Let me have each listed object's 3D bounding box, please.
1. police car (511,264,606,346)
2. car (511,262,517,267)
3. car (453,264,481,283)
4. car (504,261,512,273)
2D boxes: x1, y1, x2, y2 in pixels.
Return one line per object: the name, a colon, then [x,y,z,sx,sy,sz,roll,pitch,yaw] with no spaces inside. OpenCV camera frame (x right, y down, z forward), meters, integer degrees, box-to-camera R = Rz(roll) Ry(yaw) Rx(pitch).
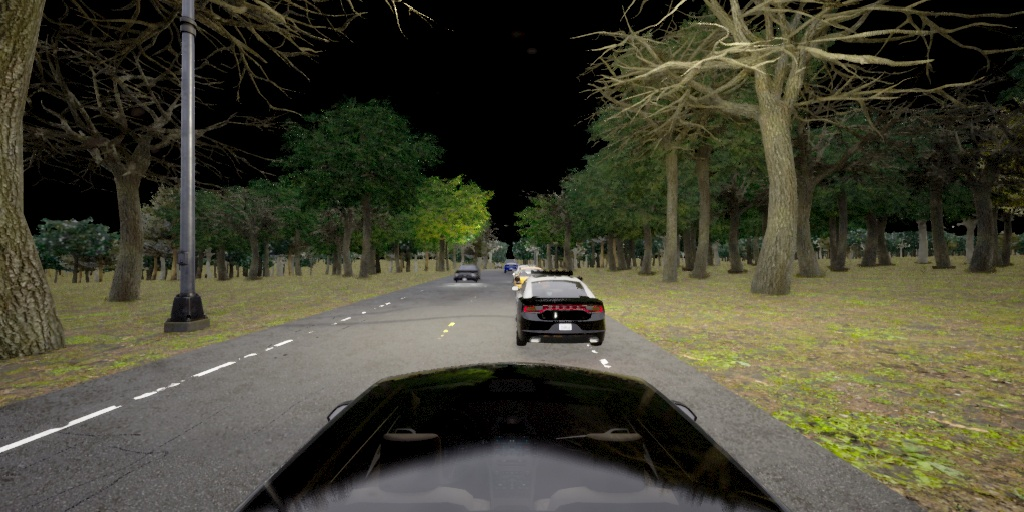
police car: [1.036,1.185,9.576,1.930,1.638,5.238,0,0,0]
car: [1.015,1.255,19.659,1.801,1.575,5.366,0,0,0]
car: [-3.555,1.402,29.571,2.033,1.411,5.357,0,0,0]
car: [-0.066,1.508,48.892,1.882,1.535,5.008,0,-1,0]
